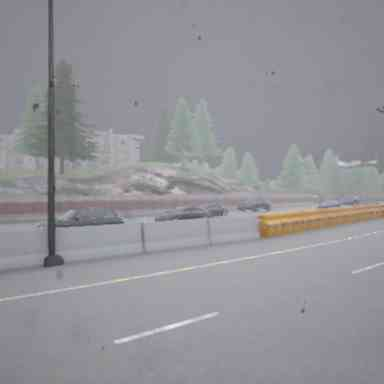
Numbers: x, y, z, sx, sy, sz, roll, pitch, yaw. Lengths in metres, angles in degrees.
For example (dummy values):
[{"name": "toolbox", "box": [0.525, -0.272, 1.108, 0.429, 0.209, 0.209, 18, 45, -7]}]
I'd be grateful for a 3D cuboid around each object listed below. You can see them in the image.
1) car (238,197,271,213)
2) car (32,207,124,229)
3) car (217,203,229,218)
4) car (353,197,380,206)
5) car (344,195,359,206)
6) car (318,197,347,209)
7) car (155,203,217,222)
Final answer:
[{"name": "car", "box": [8.551, 1.649, 44.834, 2.150, 2.045, 5.566, -1, -1, 44]}, {"name": "car", "box": [-5.805, 1.590, 17.182, 4.553, 1.767, 2.097, 0, -1, -37]}, {"name": "car", "box": [1.612, 1.857, 32.712, 4.892, 1.490, 1.837, 1, -1, -44]}, {"name": "car", "box": [25.278, 1.870, 47.301, 2.033, 1.411, 5.357, -1, -1, 44]}, {"name": "car", "box": [29.379, 1.587, 61.718, 2.150, 2.045, 5.566, -1, -1, 44]}, {"name": "car", "box": [19.140, 1.835, 45.929, 1.882, 1.535, 5.008, -1, 1, 43]}, {"name": "car", "box": [-0.592, 1.801, 25.941, 4.892, 1.490, 1.837, 1, -1, -41]}]
